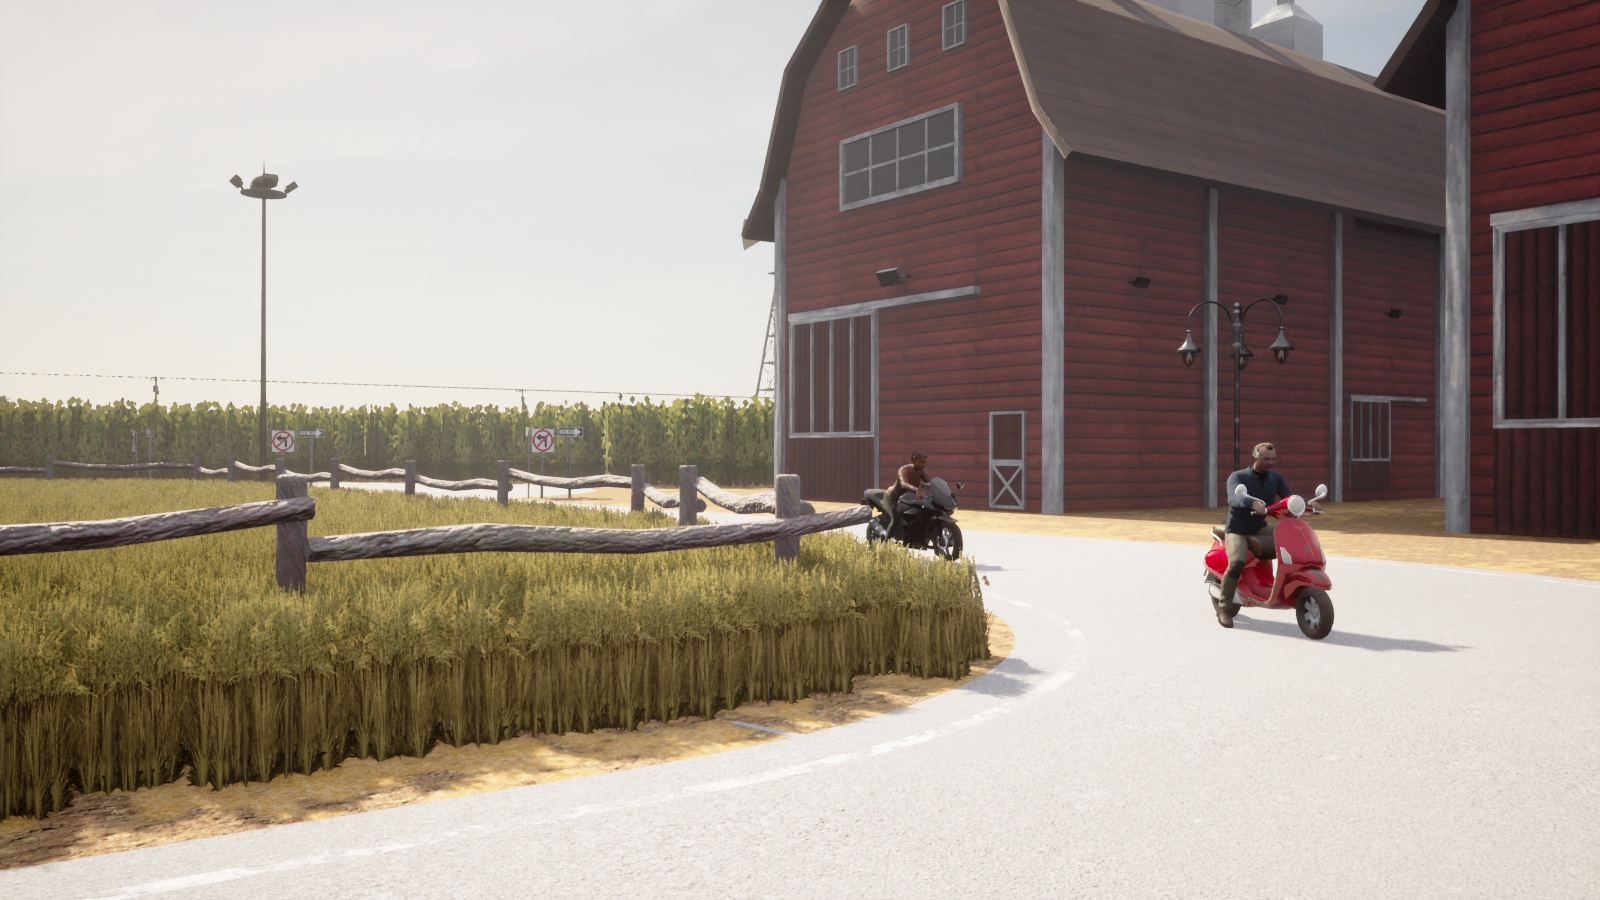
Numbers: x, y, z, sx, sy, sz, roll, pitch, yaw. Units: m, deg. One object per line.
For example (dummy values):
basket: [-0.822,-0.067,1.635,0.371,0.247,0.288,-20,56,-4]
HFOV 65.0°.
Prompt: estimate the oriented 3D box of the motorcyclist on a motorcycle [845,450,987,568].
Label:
motorcyclist on a motorcycle: [1.561,0.766,17.283,0.797,1.523,2.044,0,0,-36]

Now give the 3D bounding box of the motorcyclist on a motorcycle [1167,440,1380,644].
motorcyclist on a motorcycle: [3.991,0.716,10.767,0.866,1.590,1.817,0,0,-12]
